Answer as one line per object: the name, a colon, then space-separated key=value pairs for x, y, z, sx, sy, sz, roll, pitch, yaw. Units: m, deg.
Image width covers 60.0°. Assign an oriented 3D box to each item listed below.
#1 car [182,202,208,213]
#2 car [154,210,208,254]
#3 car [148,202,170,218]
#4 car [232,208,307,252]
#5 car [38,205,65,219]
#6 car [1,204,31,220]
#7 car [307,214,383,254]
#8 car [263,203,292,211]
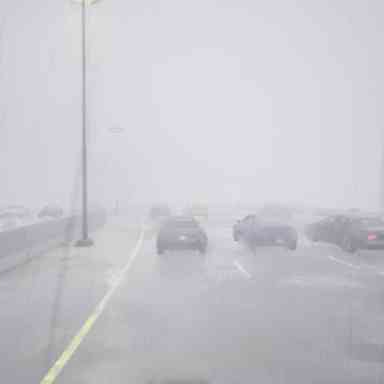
car: x=0.247 y=1.768 z=33.919 sx=1.882 sy=1.535 sz=5.008 roll=0 pitch=0 yaw=-12
car: x=-0.508 y=1.693 z=14.309 sx=1.994 sy=1.385 sz=4.181 roll=0 pitch=0 yaw=-5
car: x=-3.399 y=1.802 z=33.986 sx=1.882 sy=1.535 sz=5.008 roll=0 pitch=0 yaw=-12
car: x=3.010 y=1.623 z=14.372 sx=1.812 sy=1.442 sz=4.674 roll=0 pitch=0 yaw=-5
car: x=-14.437 y=2.026 z=34.218 sx=1.895 sy=1.301 sz=4.718 roll=0 pitch=-1 yaw=-13
car: x=-18.020 y=1.982 z=34.145 sx=1.812 sy=1.442 sz=4.674 roll=0 pitch=-1 yaw=-13
car: x=6.547 y=1.609 z=13.853 sx=2.033 sy=1.411 sz=5.357 roll=0 pitch=0 yaw=-5
car: x=7.852 y=1.726 z=31.409 sx=1.812 sy=1.442 sz=4.674 roll=0 pitch=0 yaw=-10
